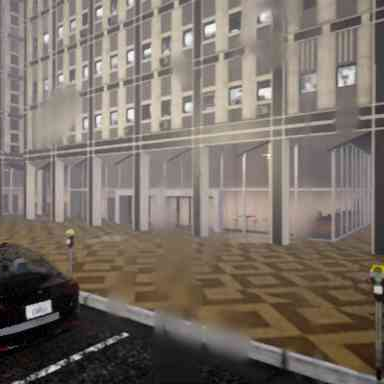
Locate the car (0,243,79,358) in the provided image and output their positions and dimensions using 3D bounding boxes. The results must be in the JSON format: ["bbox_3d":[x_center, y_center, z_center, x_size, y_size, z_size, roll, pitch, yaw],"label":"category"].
[{"bbox_3d":[-3.651,1.528,5.478,4.313,1.339,1.947,0,0,35],"label":"car"}]
